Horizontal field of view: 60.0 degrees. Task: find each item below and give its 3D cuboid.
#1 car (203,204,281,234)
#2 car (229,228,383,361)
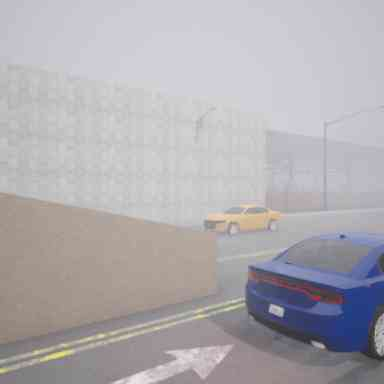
[{"bbox_3d":[2.922,1.478,18.854,5.008,1.535,1.882,0,0,-35],"label":"car"},{"bbox_3d":[3.176,1.475,6.014,5.008,1.535,1.882,0,0,-36],"label":"car"}]
